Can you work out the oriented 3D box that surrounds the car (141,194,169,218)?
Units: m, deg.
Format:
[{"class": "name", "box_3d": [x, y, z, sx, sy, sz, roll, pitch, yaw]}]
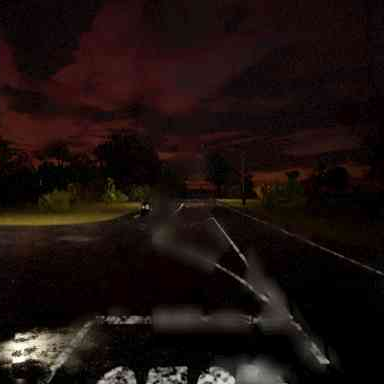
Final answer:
[{"class": "car", "box_3d": [-3.418, 1.261, 31.283, 2.150, 2.045, 5.566, 0, 0, 0]}]
